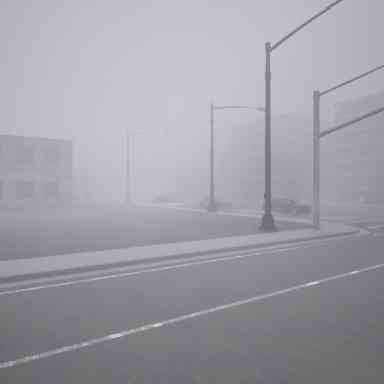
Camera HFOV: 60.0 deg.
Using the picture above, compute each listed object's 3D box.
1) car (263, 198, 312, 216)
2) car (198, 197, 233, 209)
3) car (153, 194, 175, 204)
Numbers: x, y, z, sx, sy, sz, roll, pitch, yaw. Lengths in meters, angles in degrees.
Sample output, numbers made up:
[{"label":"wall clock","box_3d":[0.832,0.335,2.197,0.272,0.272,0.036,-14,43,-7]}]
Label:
[{"label":"car","box_3d":[9.063,1.344,31.978,1.882,1.535,5.008,0,1,-35]},{"label":"car","box_3d":[2.855,1.304,40.999,1.895,1.301,4.718,0,1,-34]},{"label":"car","box_3d":[-4.305,1.043,51.474,1.994,1.385,4.181,0,1,-34]}]
